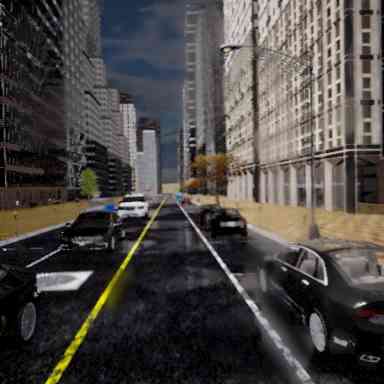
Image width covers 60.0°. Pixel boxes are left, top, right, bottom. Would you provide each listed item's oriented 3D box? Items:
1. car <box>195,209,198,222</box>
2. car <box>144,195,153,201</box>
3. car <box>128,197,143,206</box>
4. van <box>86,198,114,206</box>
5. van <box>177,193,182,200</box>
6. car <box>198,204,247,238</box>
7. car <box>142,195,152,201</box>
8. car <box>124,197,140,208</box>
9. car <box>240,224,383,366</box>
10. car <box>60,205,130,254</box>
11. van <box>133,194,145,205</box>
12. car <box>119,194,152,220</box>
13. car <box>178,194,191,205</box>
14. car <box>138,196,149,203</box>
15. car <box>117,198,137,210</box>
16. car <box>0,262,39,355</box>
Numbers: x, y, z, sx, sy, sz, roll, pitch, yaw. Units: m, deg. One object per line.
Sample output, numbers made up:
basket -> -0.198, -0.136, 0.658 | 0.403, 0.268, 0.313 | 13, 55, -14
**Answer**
car -> 1.244, 1.453, 22.589 | 1.947, 1.339, 4.313 | -2, 0, -4
car -> -11.659, 1.565, 89.373 | 2.008, 1.369, 4.403 | -2, 0, -4
car -> -9.388, 1.580, 55.700 | 1.887, 1.381, 4.507 | -2, 0, -4
van -> -7.503, 1.413, 27.637 | 1.690, 1.788, 3.998 | -2, 0, -4
van -> -3.309, 1.160, 89.937 | 1.690, 1.788, 3.998 | -2, 0, -4
car -> 1.622, 1.464, 16.977 | 1.947, 1.339, 4.313 | -2, 0, -4
car -> -11.280, 1.567, 83.762 | 2.008, 1.369, 4.403 | -2, 0, -4
car -> -8.999, 1.566, 49.918 | 1.752, 1.417, 4.829 | -2, 0, -4
car -> 2.379, 1.474, 5.752 | 2.008, 1.369, 4.403 | -2, 0, -4
car -> -3.961, 1.543, 13.889 | 1.837, 1.490, 4.892 | -1, 0, -4
van -> -9.775, 1.372, 61.311 | 1.690, 1.788, 3.998 | -2, 0, -4
car -> -4.936, 1.228, 28.575 | 2.150, 2.045, 5.566 | -1, 1, -4
car -> -1.028, 1.422, 56.264 | 1.802, 1.307, 4.206 | -2, 0, -4
car -> -10.524, 1.567, 72.536 | 1.887, 1.381, 4.507 | -2, 0, -4
car -> -8.631, 1.598, 44.475 | 2.008, 1.369, 4.403 | -2, 0, -4
car -> -3.271, 1.587, 3.663 | 1.812, 1.442, 4.674 | -1, 0, -4
